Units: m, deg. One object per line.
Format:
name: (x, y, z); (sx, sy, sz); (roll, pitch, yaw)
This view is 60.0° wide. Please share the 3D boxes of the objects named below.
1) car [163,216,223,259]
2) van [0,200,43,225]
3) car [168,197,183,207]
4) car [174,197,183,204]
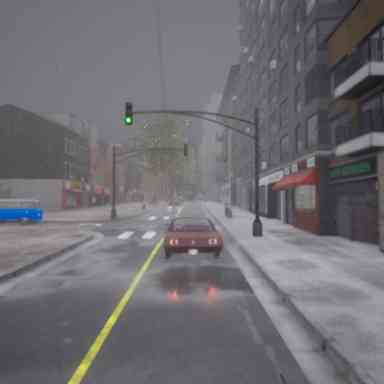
car: (-0.074, 1.550, 12.438); (1.895, 1.301, 4.718); (0, 0, -3)
van: (-12.930, 1.437, 24.141); (3.998, 1.788, 1.690); (0, -2, 0)
car: (-2.835, 1.599, 54.763); (1.837, 1.490, 4.892); (0, 0, 0)
car: (-2.765, 1.770, 70.387); (1.812, 1.442, 4.674); (0, -1, 0)
